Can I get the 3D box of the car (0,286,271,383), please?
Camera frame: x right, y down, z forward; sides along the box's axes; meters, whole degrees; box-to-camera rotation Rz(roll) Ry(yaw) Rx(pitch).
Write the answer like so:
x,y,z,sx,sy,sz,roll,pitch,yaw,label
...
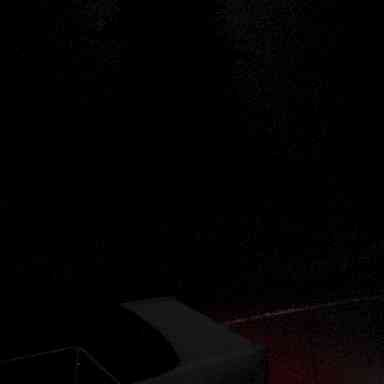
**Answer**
x,y,z,sx,sy,sz,roll,pitch,yaw,label
-1.741,1.604,2.492,4.718,1.301,1.895,-1,0,-32,car
